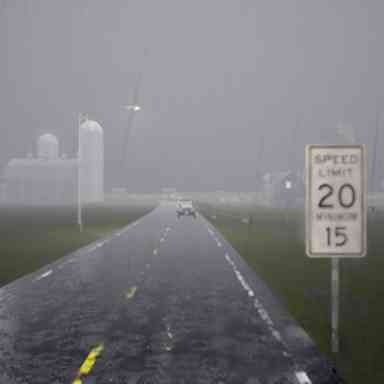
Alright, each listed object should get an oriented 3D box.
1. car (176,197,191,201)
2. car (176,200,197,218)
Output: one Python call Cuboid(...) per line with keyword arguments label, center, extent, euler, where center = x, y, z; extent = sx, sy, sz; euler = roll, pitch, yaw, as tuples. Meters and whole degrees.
Cuboid(label="car", center=(-1.048, 1.746, 46.375), extent=(2.150, 2.045, 5.566), euler=(0, 0, -3))
Cuboid(label="car", center=(-0.603, 1.916, 35.234), extent=(1.812, 1.442, 4.674), euler=(0, -1, -2))
